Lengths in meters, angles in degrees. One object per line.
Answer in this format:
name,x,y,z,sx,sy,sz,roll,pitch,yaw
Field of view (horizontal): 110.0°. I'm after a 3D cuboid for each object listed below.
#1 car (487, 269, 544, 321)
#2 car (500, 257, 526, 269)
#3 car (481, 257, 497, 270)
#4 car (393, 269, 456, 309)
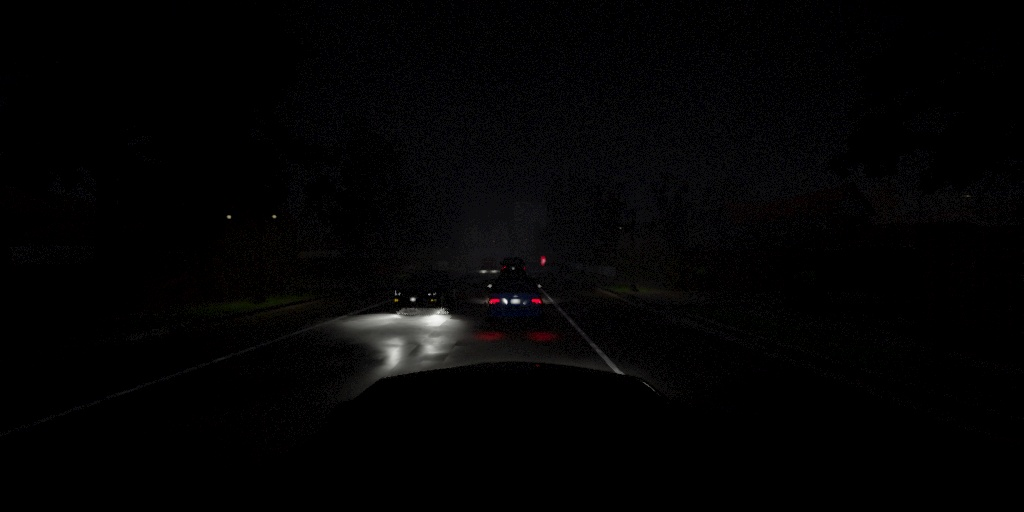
car,0.099,1.369,12.832,2.033,1.411,5.357,0,0,0
car,0.097,1.123,31.937,2.150,2.045,5.566,0,0,0
car,-3.565,1.133,56.494,2.150,2.045,5.566,0,0,0
car,-3.602,1.342,15.479,1.837,1.490,4.892,0,0,0
